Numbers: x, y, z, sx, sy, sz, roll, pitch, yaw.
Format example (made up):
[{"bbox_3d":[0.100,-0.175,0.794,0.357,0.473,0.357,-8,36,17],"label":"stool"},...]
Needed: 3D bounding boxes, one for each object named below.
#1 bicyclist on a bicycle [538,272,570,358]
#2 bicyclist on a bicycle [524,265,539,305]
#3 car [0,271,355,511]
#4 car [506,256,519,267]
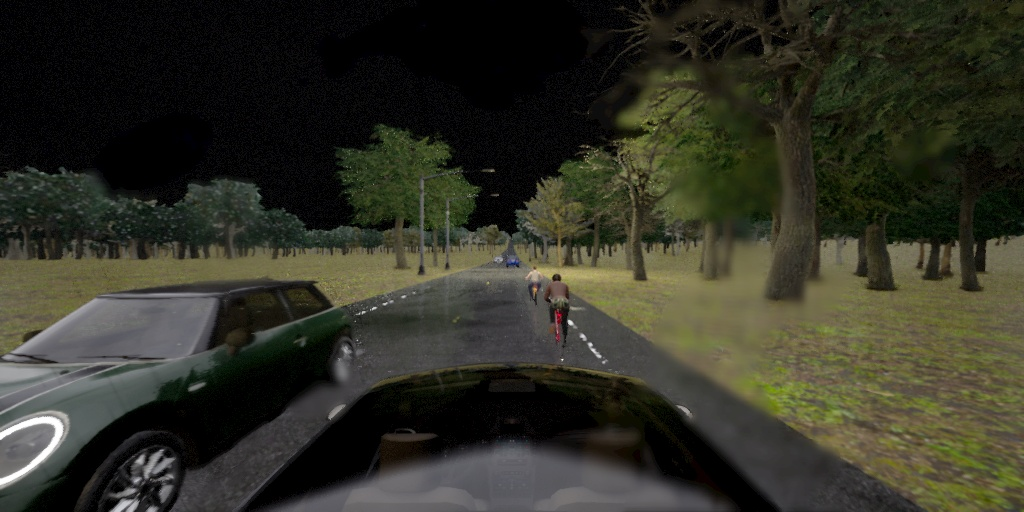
[{"bbox_3d":[0.960,1.201,7.535,0.582,1.620,1.656,0,0,0],"label":"bicyclist on a bicycle"},{"bbox_3d":[0.950,1.183,14.956,0.866,1.612,1.509,0,0,0],"label":"bicyclist on a bicycle"},{"bbox_3d":[-3.600,1.101,3.901,2.097,1.767,4.553,0,0,0],"label":"car"},{"bbox_3d":[0.076,0.986,64.601,2.150,2.045,5.566,0,0,-2],"label":"car"}]
